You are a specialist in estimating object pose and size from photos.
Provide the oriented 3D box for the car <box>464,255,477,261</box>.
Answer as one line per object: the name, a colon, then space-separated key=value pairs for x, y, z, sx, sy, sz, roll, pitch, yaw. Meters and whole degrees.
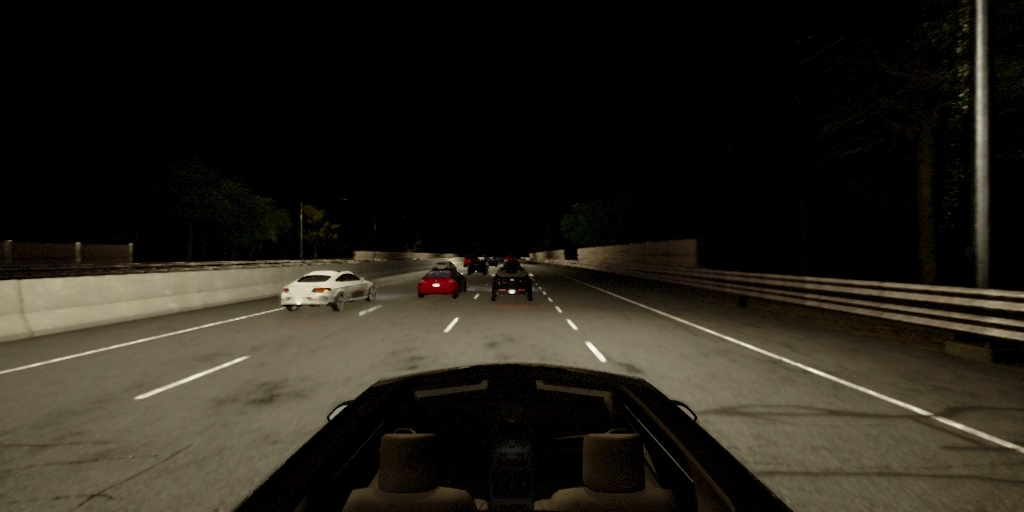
car: x=-6.998 y=0.926 z=61.584 sx=2.150 sy=2.045 sz=5.566 roll=0 pitch=0 yaw=0

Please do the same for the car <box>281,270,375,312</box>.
car: x=-6.998 y=1.281 z=14.071 sx=1.812 sy=1.442 sz=4.674 roll=0 pitch=0 yaw=0

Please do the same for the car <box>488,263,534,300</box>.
car: x=0.002 y=1.262 z=17.674 sx=1.837 sy=1.490 sz=4.892 roll=0 pitch=0 yaw=0

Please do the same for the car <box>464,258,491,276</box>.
car: x=-3.498 y=1.243 z=37.464 sx=1.837 sy=1.490 sz=4.892 roll=0 pitch=0 yaw=0

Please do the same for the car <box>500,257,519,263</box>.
car: x=0.002 y=1.214 z=37.476 sx=1.882 sy=1.535 sz=5.008 roll=0 pitch=0 yaw=0

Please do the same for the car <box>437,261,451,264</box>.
car: x=-7.000 y=1.262 z=37.458 sx=1.812 sy=1.442 sz=4.674 roll=0 pitch=0 yaw=0

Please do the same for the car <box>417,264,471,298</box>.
car: x=-3.497 y=1.319 z=18.558 sx=1.994 sy=1.385 sz=4.181 roll=0 pitch=0 yaw=0
